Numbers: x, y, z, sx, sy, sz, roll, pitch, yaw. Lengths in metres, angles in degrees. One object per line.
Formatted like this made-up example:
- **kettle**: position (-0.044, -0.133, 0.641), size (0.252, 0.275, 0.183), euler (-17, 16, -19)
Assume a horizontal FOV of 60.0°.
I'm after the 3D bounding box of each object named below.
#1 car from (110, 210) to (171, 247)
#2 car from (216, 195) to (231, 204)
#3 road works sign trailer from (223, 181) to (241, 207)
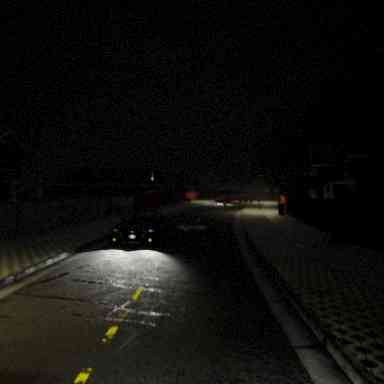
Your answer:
- **car**: position (-2.140, 1.508, 14.731), size (1.994, 1.385, 4.181), euler (0, 0, 5)
- **car**: position (5.272, 1.175, 55.134), size (1.994, 1.385, 4.181), euler (1, 1, 16)
- **road works sign trailer**: position (5.740, 0.206, 46.565), size (2.380, 3.560, 2.880), euler (1, 1, 17)
